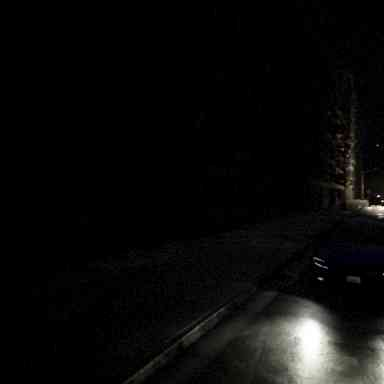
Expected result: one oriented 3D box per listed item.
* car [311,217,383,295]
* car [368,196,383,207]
[{"bbox_3d":[4.488,1.495,8.875,1.882,1.535,5.008,0,0,29],"label":"car"},{"bbox_3d":[29.000,1.413,52.403,2.097,1.767,4.553,0,0,29],"label":"car"}]
